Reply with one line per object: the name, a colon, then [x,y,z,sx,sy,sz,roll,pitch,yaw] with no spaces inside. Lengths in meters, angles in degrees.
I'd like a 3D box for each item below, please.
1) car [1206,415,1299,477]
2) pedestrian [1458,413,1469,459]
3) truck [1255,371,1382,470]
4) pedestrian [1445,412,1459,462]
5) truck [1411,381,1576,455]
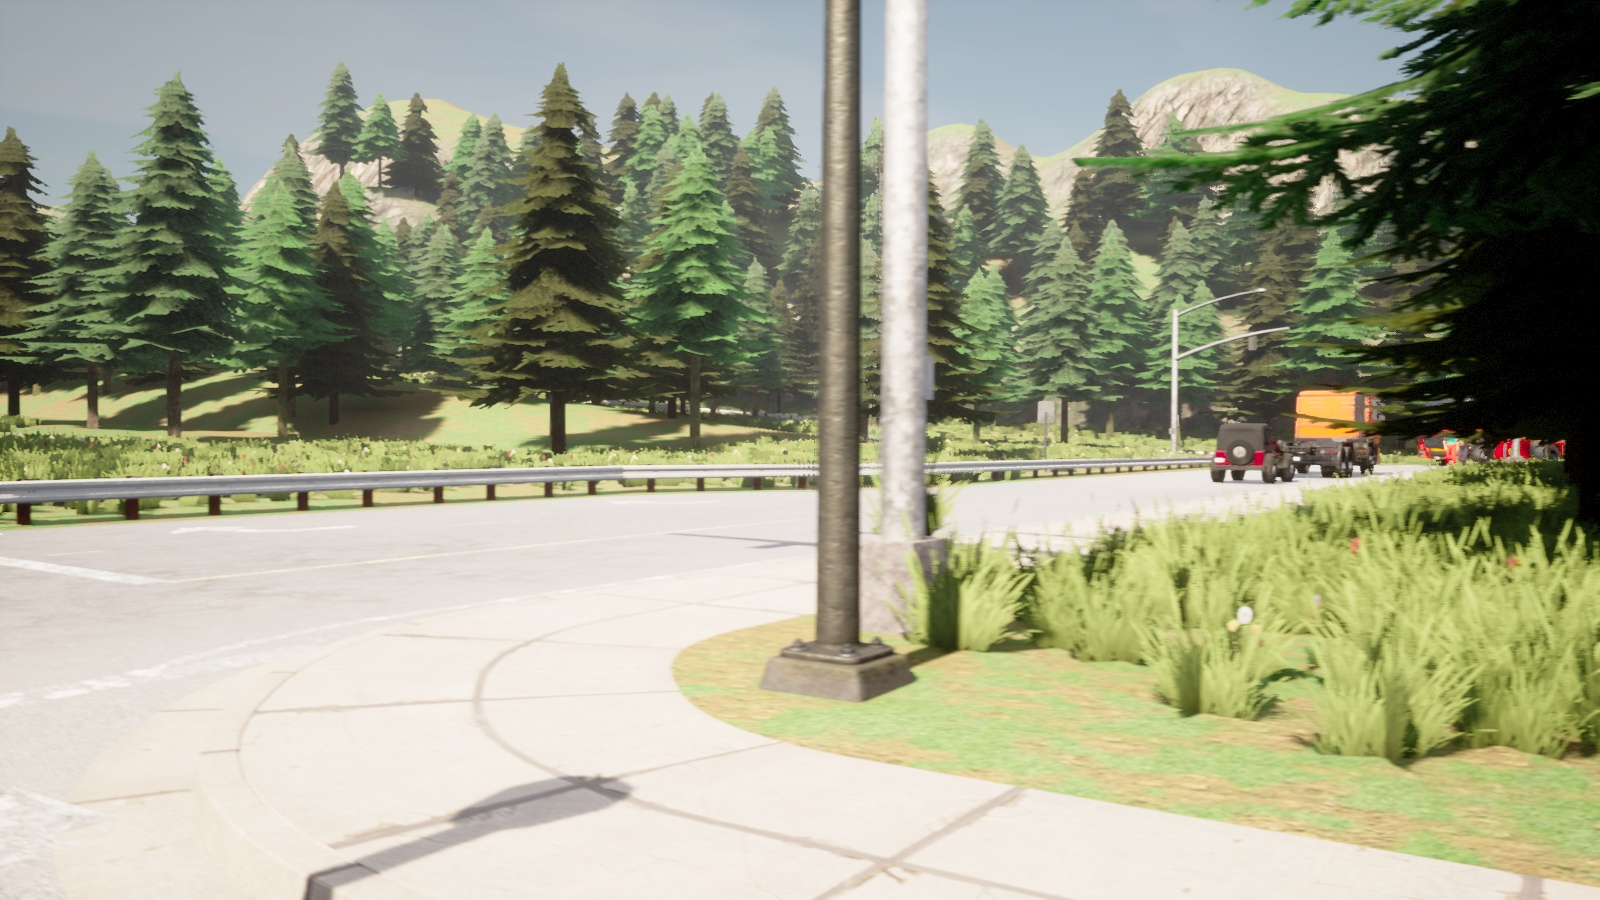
car: [14.546,-0.163,40.278,1.905,1.878,3.866,0,1,34]
pedestrian: [26.768,-0.557,50.639,0.345,1.836,0.594,0,1,33]
truck: [20.033,-1.099,48.219,2.891,3.462,7.936,0,1,35]
pedestrian: [24.214,-0.479,46.634,0.345,1.836,0.594,0,1,15]
truck: [37.310,-1.709,67.549,8.468,3.827,2.891,-1,1,-20]
